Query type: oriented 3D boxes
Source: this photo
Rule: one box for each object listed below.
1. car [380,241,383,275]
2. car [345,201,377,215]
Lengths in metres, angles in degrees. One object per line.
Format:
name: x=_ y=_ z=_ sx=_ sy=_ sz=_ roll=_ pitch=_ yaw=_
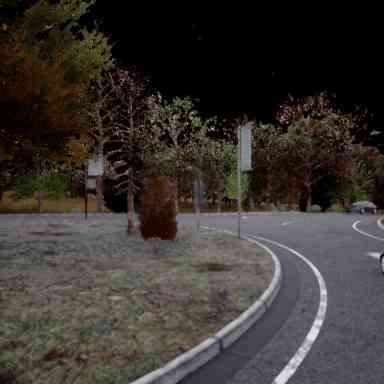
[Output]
car: x=5.354 y=1.502 z=6.930 sx=1.837 sy=1.490 sz=4.892 roll=0 pitch=0 yaw=21
car: x=19.845 y=1.845 z=38.889 sx=4.892 sy=1.490 sz=1.837 roll=3 pitch=-2 yaw=-36
